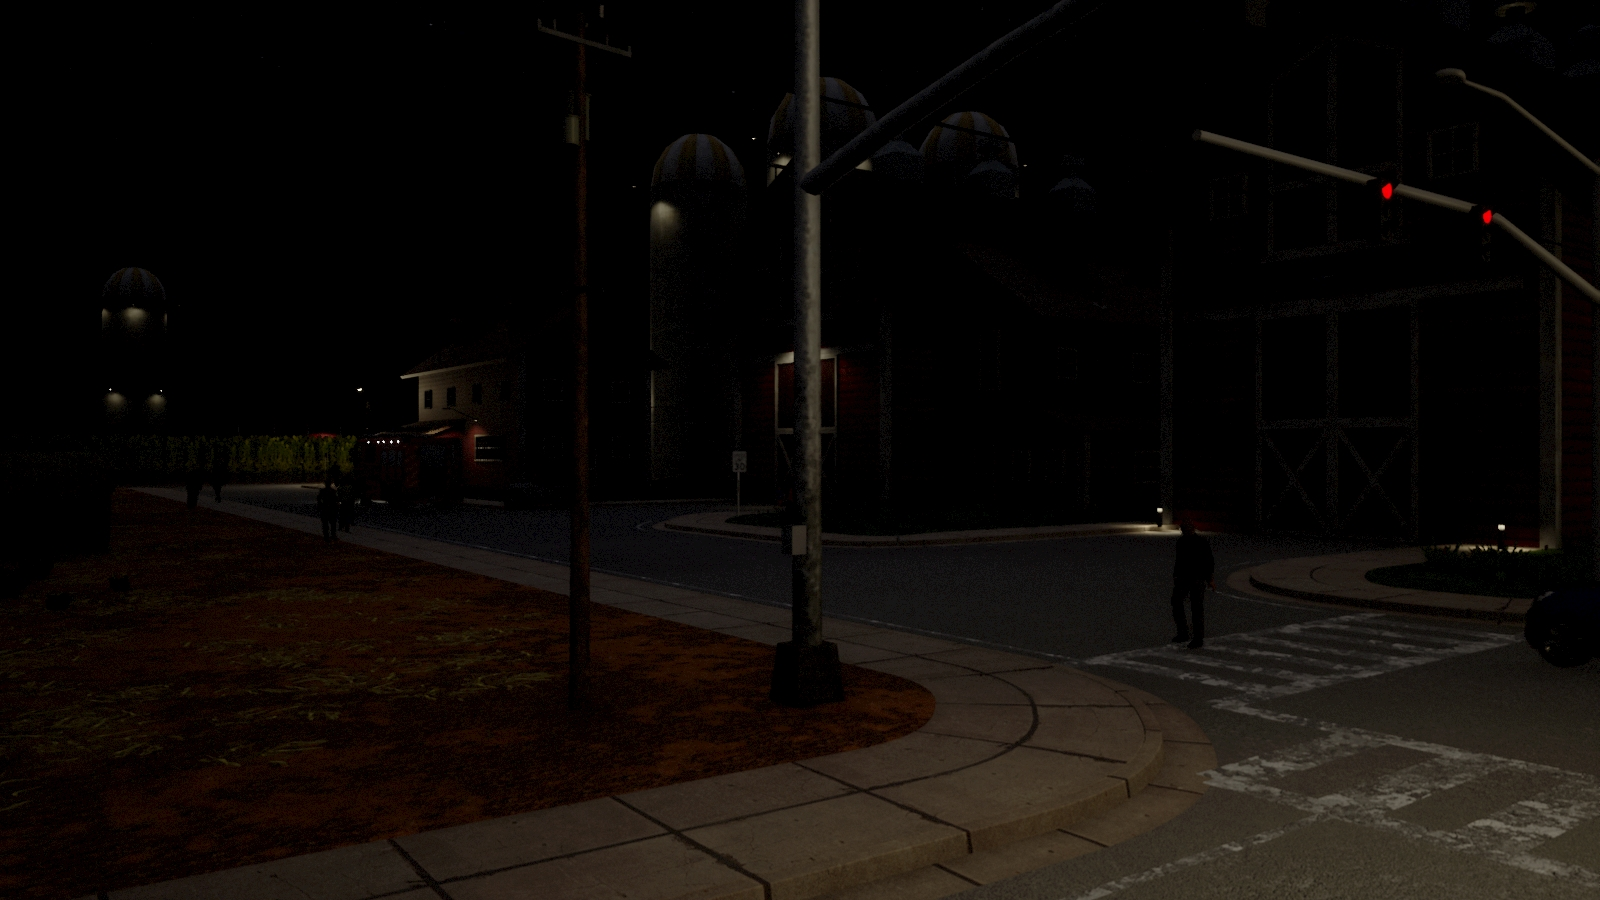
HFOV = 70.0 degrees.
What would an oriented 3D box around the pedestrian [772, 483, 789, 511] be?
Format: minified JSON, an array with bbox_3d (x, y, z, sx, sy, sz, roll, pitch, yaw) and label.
[{"bbox_3d":[-0.776,1.906,46.062,0.500,1.100,0.500,0,0,32],"label":"pedestrian"}]

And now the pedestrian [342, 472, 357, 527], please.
[{"bbox_3d":[-15.315,1.671,38.835,0.375,1.860,0.375,0,0,-44],"label":"pedestrian"}]

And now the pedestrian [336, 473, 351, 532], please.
[{"bbox_3d":[-14.575,1.672,36.492,0.375,1.860,0.375,0,0,-34],"label":"pedestrian"}]

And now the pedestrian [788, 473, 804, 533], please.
[{"bbox_3d":[-0.128,1.670,36.161,0.375,1.860,0.375,0,0,-37],"label":"pedestrian"}]

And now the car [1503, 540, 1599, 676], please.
[{"bbox_3d":[10.985,2.021,13.973,1.845,1.501,3.633,0,0,-36],"label":"car"}]

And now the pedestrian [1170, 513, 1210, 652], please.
[{"bbox_3d":[5.413,1.824,15.861,0.375,1.860,0.375,0,0,-34],"label":"pedestrian"}]

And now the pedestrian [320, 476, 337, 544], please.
[{"bbox_3d":[-13.207,1.672,32.010,0.375,1.860,0.375,0,0,-34],"label":"pedestrian"}]
